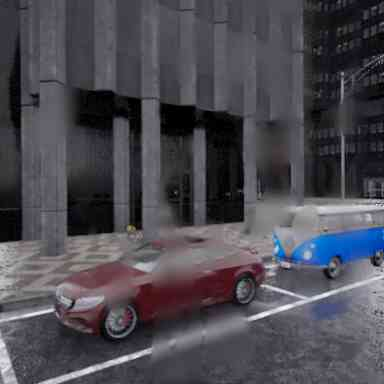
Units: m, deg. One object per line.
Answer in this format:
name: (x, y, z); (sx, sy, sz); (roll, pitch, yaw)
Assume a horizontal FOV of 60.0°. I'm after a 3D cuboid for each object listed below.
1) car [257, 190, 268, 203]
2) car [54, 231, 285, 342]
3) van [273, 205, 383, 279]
car: (8.776, 0.498, 49.890); (2.150, 2.045, 5.566); (-1, 2, -36)
car: (-0.377, 1.560, 6.379); (4.206, 1.307, 1.802); (0, 0, -35)
van: (4.054, 1.283, 9.534); (3.998, 1.788, 1.690); (0, 0, -35)
